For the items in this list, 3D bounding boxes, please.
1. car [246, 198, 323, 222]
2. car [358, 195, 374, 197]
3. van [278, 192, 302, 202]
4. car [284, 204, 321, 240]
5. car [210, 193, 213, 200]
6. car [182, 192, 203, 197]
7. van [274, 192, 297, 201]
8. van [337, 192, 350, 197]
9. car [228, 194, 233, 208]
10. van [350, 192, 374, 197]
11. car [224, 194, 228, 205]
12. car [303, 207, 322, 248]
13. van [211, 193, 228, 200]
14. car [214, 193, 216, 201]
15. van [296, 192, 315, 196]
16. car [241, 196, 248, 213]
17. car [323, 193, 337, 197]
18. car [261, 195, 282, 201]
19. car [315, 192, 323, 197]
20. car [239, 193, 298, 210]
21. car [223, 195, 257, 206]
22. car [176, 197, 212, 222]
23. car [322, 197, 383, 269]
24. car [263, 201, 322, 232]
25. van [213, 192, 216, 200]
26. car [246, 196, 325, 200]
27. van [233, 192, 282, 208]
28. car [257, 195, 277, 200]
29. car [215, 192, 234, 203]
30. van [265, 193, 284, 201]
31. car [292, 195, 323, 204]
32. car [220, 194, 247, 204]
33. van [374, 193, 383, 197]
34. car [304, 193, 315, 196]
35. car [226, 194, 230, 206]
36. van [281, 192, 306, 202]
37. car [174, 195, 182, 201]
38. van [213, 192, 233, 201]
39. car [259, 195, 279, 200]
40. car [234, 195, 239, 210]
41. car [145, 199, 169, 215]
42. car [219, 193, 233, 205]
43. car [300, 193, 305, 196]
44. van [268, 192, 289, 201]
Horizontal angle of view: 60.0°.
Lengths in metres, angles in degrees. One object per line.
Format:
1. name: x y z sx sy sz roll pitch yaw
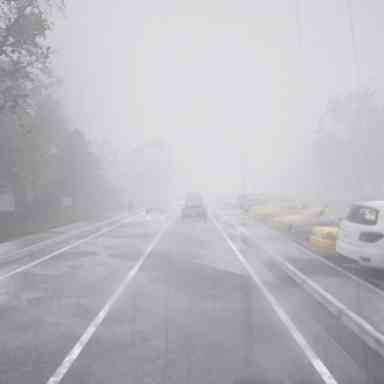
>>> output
1. car: 6.784 1.376 23.033 5.366 1.575 1.946 0 1 0
2. car: 20.147 1.318 33.826 5.008 1.535 2.097 0 0 1
3. van: 20.566 1.044 69.836 4.442 1.987 1.878 0 0 1
4. car: 6.903 1.463 14.583 4.892 1.521 2.231 0 1 0
5. car: 7.423 1.022 72.869 5.566 2.045 2.435 0 0 0
6. car: 0.238 1.046 42.122 2.150 2.045 5.566 0 0 0
7. van: 20.358 1.040 72.741 4.442 1.987 1.878 0 0 0
8. van: 20.072 1.085 39.367 4.442 1.987 1.878 0 0 1
9. car: 7.081 1.348 39.557 4.792 1.488 2.163 0 0 0
10. van: 20.282 1.089 36.594 4.442 1.987 1.878 0 0 1
11. car: 7.129 1.340 45.109 4.792 1.488 2.163 0 0 0
12. car: 7.059 1.486 11.805 5.366 1.575 1.946 0 1 0
13. van: 7.678 1.318 92.283 4.442 1.987 1.878 0 -1 0
14. car: 7.319 1.284 64.541 5.008 1.535 2.097 0 0 0
15. van: 20.449 1.062 56.111 4.442 1.987 1.878 0 0 0
16. car: 7.009 1.343 28.451 4.892 1.521 2.231 0 0 0
17. car: 20.184 1.056 42.135 5.566 2.045 2.435 0 0 0
18. car: 20.586 1.453 86.436 4.892 1.521 2.231 0 -1 0
19. car: 20.208 1.052 44.905 5.566 2.045 2.435 0 0 0
20. car: 7.070 1.207 31.230 4.553 1.767 2.185 0 0 0
21. car: 7.212 1.304 50.661 4.892 1.521 2.231 0 0 0
22. car: 0.147 1.369 25.137 2.128 1.511 4.902 0 0 0
23. car: 6.878 1.266 9.028 5.566 2.045 2.435 0 1 0
24. car: 6.735 1.431 17.360 5.366 1.575 1.946 0 1 0
25. van: 7.255 1.051 70.094 4.442 1.987 1.878 0 0 0
26. car: 7.177 1.355 25.682 5.366 1.575 1.946 0 0 0
27. van: 7.203 1.096 36.779 4.442 1.987 1.878 0 0 0
28. car: 20.635 1.535 92.101 5.008 1.535 2.097 0 -1 0
29. car: 7.067 1.293 56.214 5.366 1.575 1.946 0 0 0
30. van: 20.685 1.186 83.669 4.442 1.987 1.878 0 -1 0
31. car: 20.353 1.325 58.756 4.674 1.452 2.002 0 0 0
32. car: 7.245 1.166 58.989 4.553 1.767 2.185 0 0 0
33. van: 20.009 1.099 31.041 4.442 1.987 1.878 0 0 0
34. car: 20.278 1.296 50.447 5.008 1.535 2.097 0 0 1
35. car: 7.105 1.344 42.333 4.792 1.488 2.163 0 0 0
36. van: 20.544 1.047 67.191 4.442 1.987 1.878 0 0 0
37. car: -2.909 1.405 73.794 1.895 1.301 4.718 0 0 0
38. van: 7.326 1.114 78.406 4.442 1.987 1.878 0 -1 0
39. car: 20.610 1.493 89.206 5.008 1.535 2.097 0 -1 0
40. car: 7.092 1.355 34.004 4.792 1.488 2.163 0 0 0
41. car: -3.275 1.401 32.107 2.033 1.411 5.357 0 0 0
42. car: 6.996 1.304 47.886 5.366 1.575 1.946 0 0 0
43. car: 20.311 1.332 53.342 4.674 1.452 2.002 0 0 0
44. van: 20.404 1.104 78.132 4.442 1.987 1.878 0 -1 1
